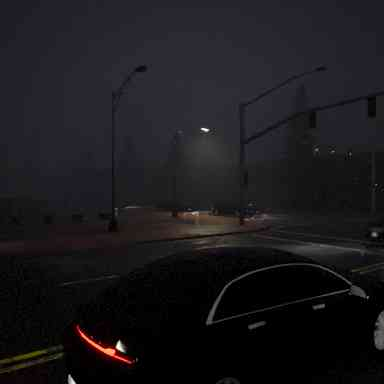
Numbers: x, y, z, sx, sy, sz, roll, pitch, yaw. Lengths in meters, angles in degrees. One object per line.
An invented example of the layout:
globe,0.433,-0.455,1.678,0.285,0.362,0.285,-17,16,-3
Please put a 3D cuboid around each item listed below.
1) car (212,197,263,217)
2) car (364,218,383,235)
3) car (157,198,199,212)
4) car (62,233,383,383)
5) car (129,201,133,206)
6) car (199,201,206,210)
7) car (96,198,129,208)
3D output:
car,3.864,1.505,30.911,1.837,1.490,4.892,0,0,-36
car,9.843,1.491,14.563,4.902,1.511,2.128,0,0,-20
car,-1.943,1.547,38.733,2.033,1.411,5.357,0,0,-39
car,0.894,1.505,4.435,4.892,1.490,1.837,0,0,-35
car,-11.087,1.563,51.127,4.181,1.385,1.994,0,0,30
car,-0.290,1.504,41.961,1.837,1.490,4.892,0,0,-41
car,-11.744,1.526,47.494,4.674,1.442,1.812,0,0,32
